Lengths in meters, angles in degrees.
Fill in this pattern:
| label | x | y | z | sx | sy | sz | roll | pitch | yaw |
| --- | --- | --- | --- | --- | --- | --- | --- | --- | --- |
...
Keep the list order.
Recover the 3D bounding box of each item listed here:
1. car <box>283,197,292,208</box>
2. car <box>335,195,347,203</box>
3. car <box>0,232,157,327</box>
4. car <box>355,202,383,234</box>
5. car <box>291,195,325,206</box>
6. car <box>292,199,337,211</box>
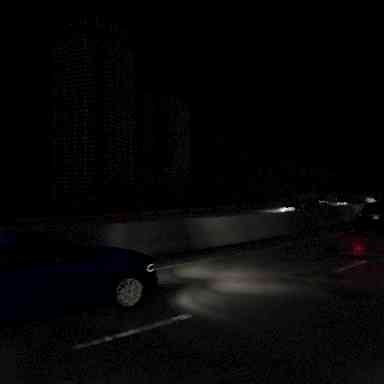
| label | x | y | z | sx | sy | sz | roll | pitch | yaw |
| --- | --- | --- | --- | --- | --- | --- | --- | --- | --- |
| car | 14.238 | 1.416 | 47.166 | 2.128 | 1.511 | 4.902 | 0 | 0 | 27 |
| car | 29.493 | 1.379 | 65.755 | 2.128 | 1.511 | 4.902 | 0 | 0 | 20 |
| car | -3.025 | 1.487 | 6.071 | 5.008 | 1.535 | 1.882 | 0 | 0 | -35 |
| car | 10.672 | 1.303 | 18.160 | 2.097 | 1.767 | 4.553 | 0 | 0 | 44 |
| car | 13.836 | 1.421 | 39.495 | 2.128 | 1.511 | 4.902 | 0 | 0 | 32 |
| car | 10.800 | 1.546 | 29.141 | 1.895 | 1.301 | 4.718 | 0 | 0 | 38 |
